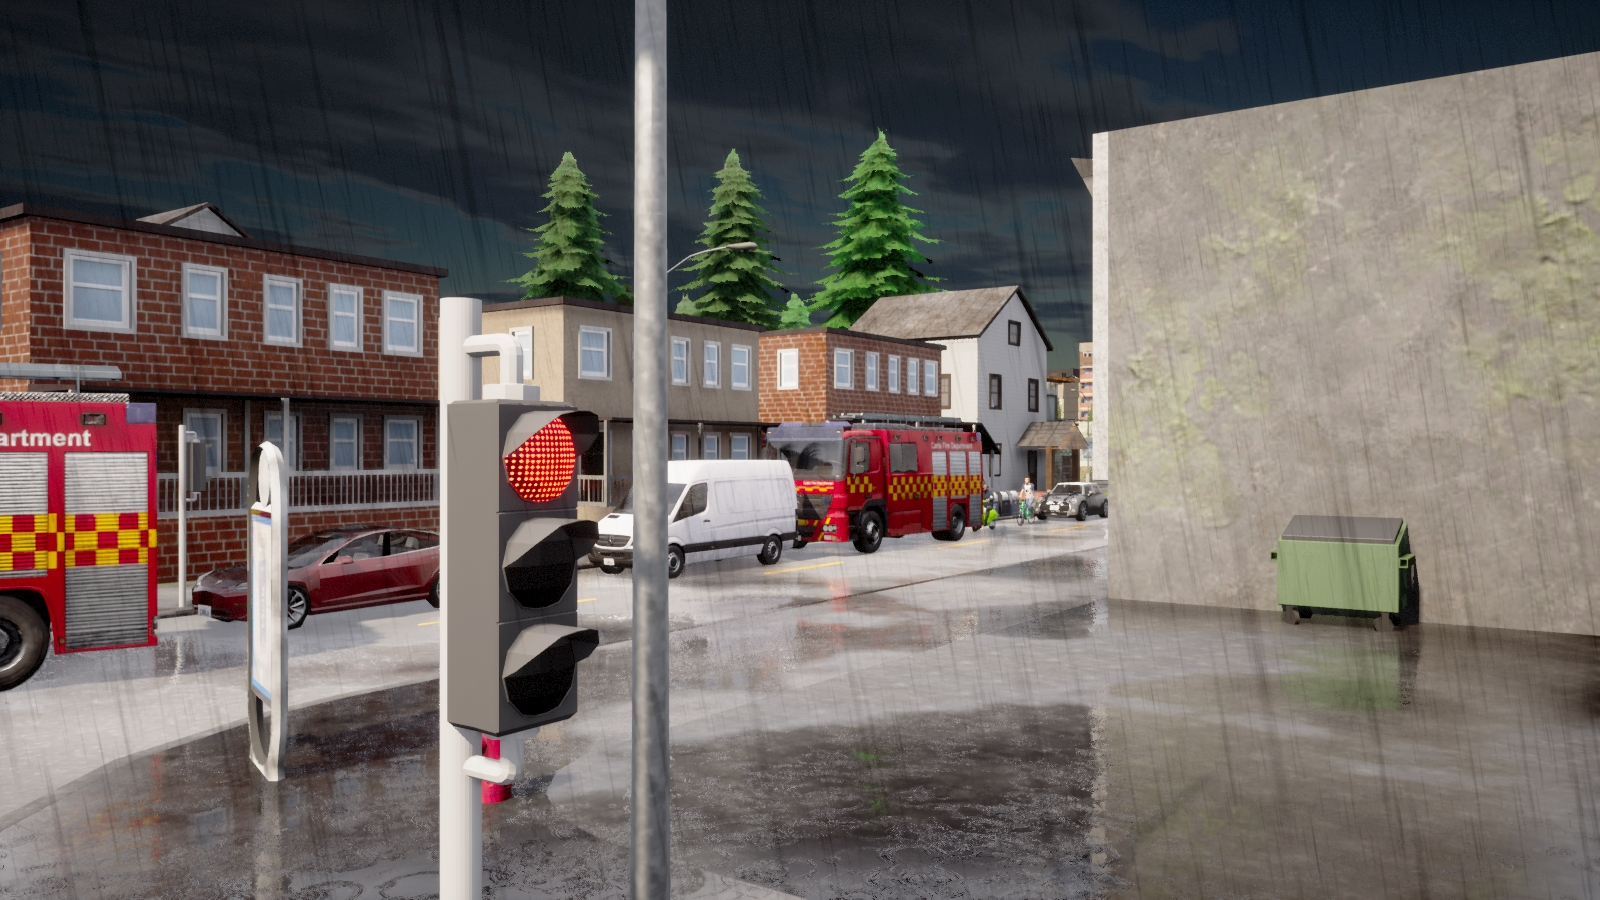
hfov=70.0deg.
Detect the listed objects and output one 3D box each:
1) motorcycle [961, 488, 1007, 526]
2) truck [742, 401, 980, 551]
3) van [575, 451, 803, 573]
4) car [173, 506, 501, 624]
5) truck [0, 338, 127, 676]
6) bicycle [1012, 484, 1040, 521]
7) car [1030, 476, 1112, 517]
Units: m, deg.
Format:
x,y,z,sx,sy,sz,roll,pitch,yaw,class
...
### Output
x,y,z,sx,sy,sz,roll,pitch,yaw,class
6.398,1.954,39.613,0.856,1.236,1.805,0,0,35,motorcycle
2.054,0.663,33.403,2.891,3.827,8.468,0,0,35,truck
-2.442,1.307,26.996,1.988,2.561,5.915,0,0,35,van
-7.706,1.835,19.492,2.163,1.488,4.792,0,0,35,car
-12.364,0.662,12.511,8.468,3.827,2.891,0,0,-33,truck
8.406,1.928,42.476,0.373,1.296,1.643,0,0,35,bicycle
11.003,1.837,46.179,1.970,1.475,3.806,0,0,35,car
